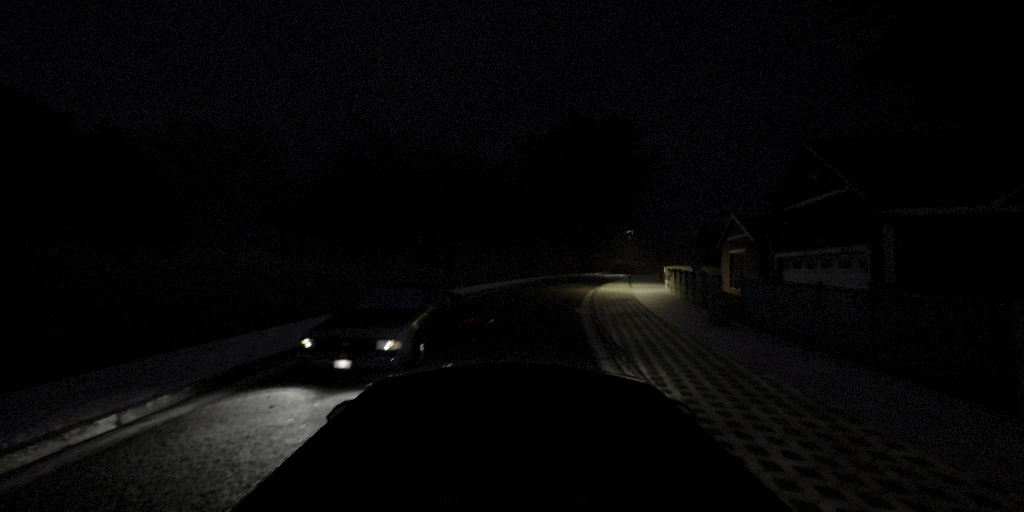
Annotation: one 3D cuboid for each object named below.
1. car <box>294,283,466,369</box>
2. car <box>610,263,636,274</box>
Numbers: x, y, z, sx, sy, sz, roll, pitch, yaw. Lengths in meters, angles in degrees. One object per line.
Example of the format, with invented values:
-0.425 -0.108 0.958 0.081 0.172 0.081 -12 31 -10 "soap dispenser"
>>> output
-2.423 1.354 8.305 2.033 1.411 5.357 0 -1 5 "car"
15.027 1.678 48.643 1.882 1.535 5.008 -2 -1 42 "car"
